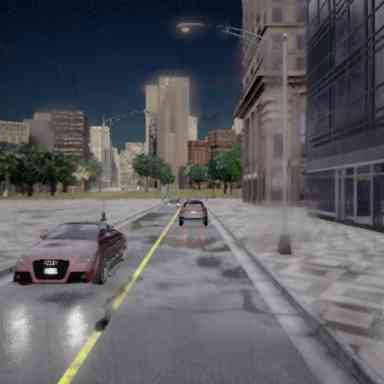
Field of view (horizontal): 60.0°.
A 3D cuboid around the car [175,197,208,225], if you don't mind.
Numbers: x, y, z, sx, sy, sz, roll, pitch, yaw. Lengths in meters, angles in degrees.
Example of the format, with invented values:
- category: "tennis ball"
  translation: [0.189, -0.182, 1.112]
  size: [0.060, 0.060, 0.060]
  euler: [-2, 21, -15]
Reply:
- category: "car"
  translation: [0.096, 1.370, 23.623]
  size: [2.033, 1.649, 4.856]
  euler: [0, 0, 0]

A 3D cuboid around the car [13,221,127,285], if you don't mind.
- category: "car"
  translation: [-3.102, 1.540, 9.289]
  size: [1.994, 1.385, 4.181]
  euler: [0, 0, 0]

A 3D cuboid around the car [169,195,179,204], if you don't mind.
- category: "car"
  translation: [-3.018, 1.318, 58.178]
  size: [1.837, 1.490, 4.892]
  euler: [0, 0, 0]

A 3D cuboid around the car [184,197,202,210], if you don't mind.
- category: "car"
  translation: [0.094, 1.371, 41.955]
  size: [2.128, 1.511, 4.902]
  euler: [0, 0, 0]
